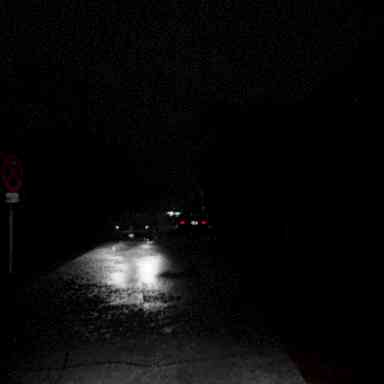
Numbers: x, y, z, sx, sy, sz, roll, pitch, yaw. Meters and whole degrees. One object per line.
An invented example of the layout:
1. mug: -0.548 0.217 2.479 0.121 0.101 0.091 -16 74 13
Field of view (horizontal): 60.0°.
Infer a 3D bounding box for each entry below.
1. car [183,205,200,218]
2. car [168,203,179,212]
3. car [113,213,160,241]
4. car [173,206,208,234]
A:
1. car: -0.041 2.272 39.465 1.895 1.301 4.718 0 -2 0
2. car: -3.096 2.763 58.402 2.128 1.511 4.902 0 -2 0
3. car: -2.888 1.812 18.090 1.895 1.301 4.718 0 -1 0
4. car: 0.053 1.805 20.854 2.033 1.411 5.357 0 -1 0
